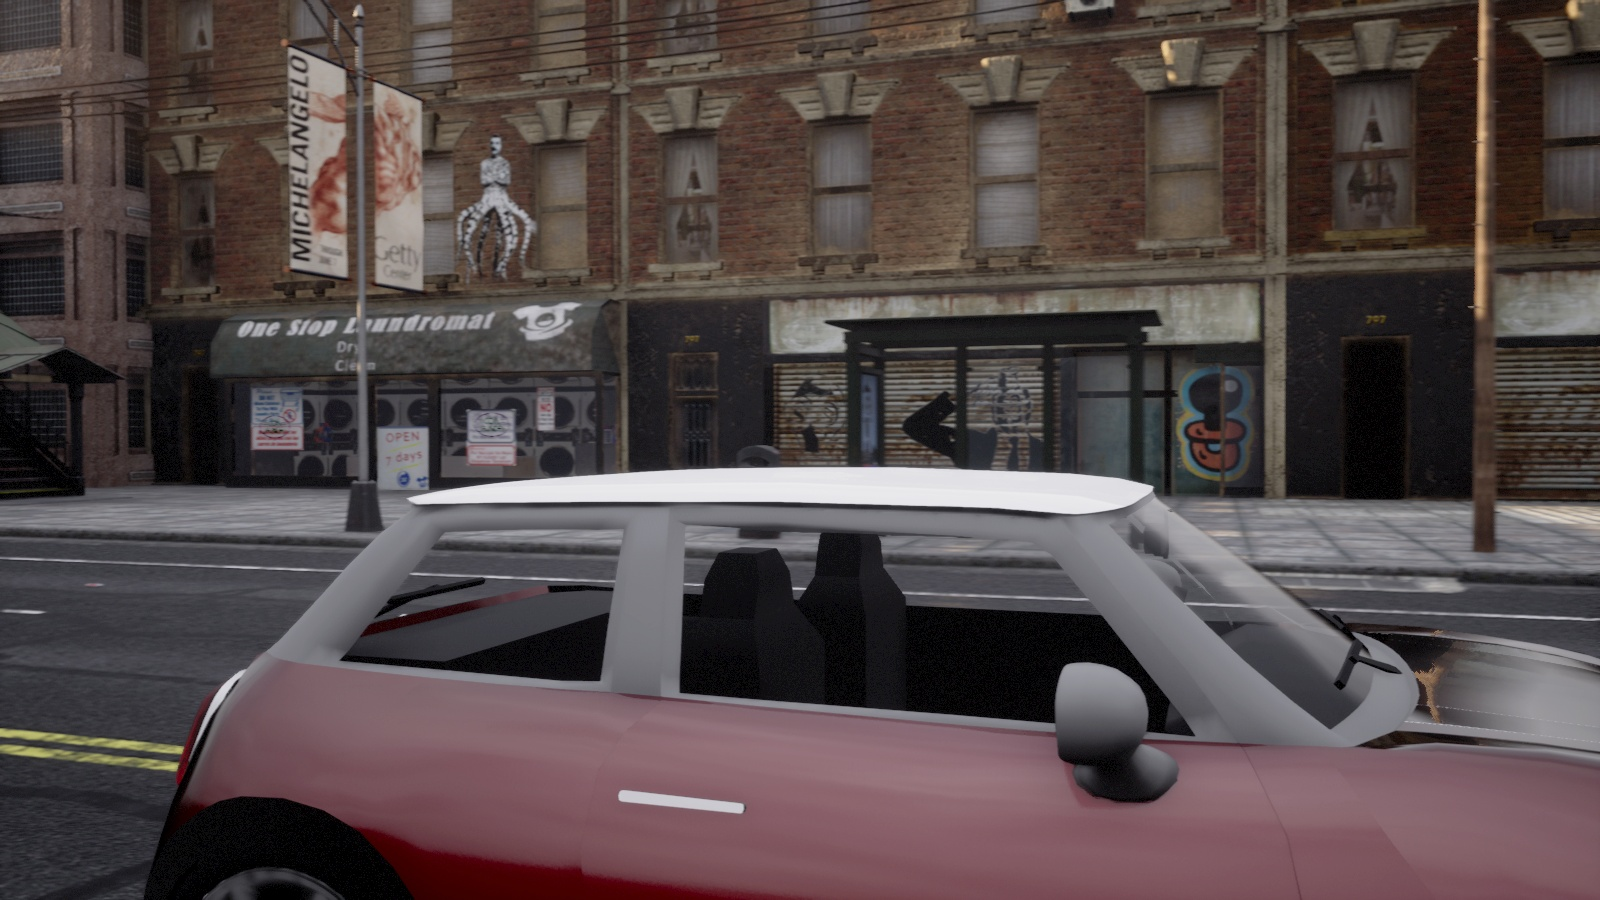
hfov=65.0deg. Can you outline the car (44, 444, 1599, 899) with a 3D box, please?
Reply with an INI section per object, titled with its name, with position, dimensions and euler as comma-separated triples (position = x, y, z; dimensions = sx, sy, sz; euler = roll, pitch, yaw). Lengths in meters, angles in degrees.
[car]
position = 0.498, 0.745, 3.023
dimensions = 3.806, 1.475, 1.970
euler = 1, 1, 19
